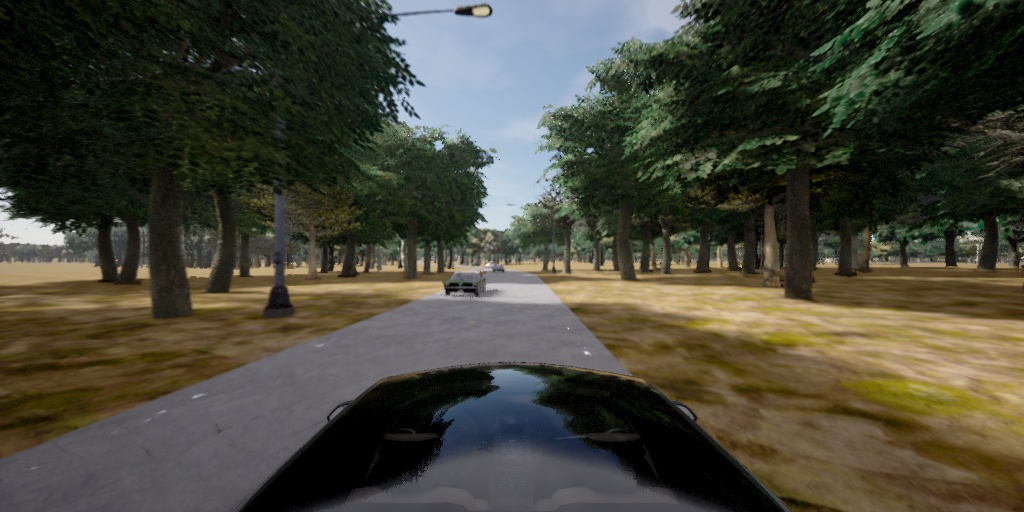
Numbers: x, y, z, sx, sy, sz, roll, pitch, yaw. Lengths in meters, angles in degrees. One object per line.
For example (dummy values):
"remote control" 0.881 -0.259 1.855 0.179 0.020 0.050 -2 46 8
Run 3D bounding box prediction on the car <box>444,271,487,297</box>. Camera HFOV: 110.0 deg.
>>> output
"car" -2.601 1.551 20.756 1.895 1.301 4.718 0 -1 2

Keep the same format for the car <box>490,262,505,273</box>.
"car" -2.290 2.152 62.007 1.994 1.385 4.181 0 -1 -2
